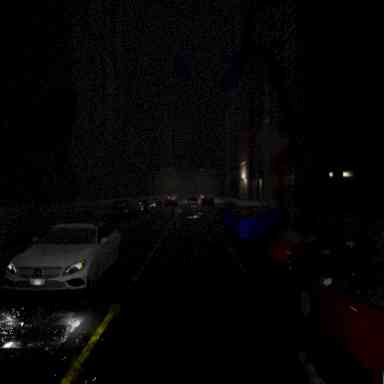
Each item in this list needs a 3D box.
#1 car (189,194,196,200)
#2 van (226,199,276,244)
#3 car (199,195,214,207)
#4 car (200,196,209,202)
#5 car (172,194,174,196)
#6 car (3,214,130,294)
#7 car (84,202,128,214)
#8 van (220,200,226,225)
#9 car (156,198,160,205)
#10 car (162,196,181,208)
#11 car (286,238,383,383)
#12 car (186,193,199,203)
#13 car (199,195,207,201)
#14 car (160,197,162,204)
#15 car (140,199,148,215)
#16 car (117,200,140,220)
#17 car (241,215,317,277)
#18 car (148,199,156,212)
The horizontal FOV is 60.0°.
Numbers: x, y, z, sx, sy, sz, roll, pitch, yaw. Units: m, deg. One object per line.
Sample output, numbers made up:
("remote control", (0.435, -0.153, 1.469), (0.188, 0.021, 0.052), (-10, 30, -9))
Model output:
("car", (0.105, 1.416, 88.019), (1.882, 1.535, 5.008), (0, 0, 0))
("van", (2.781, 1.359, 15.695), (1.690, 1.788, 3.998), (0, 0, 0))
("car", (2.422, 1.538, 52.290), (1.882, 1.535, 5.008), (0, 0, 0))
("car", (2.855, 1.670, 78.148), (1.947, 1.339, 4.313), (0, 0, 0))
("car", (-5.677, 1.659, 72.476), (1.947, 1.339, 4.313), (0, 0, 0))
("car", (-3.089, 1.536, 8.973), (1.812, 1.442, 4.674), (0, 0, 0))
("car", (-5.737, 1.575, 21.380), (2.008, 1.369, 4.403), (0, 0, 0))
("van", (2.788, 1.365, 21.372), (1.690, 1.788, 3.998), (0, 0, 0))
("car", (-5.711, 1.575, 43.918), (1.752, 1.417, 4.829), (0, 0, 0))
("car", (-3.021, 1.659, 50.103), (1.895, 1.301, 4.718), (0, 0, 0))
("car", (2.767, 1.587, 4.339), (1.802, 1.307, 4.206), (0, 0, 0))
("car", (0.084, 1.452, 71.048), (1.837, 1.490, 4.892), (0, 0, 0))
("car", (2.868, 1.566, 89.503), (1.967, 1.590, 4.097), (0, 0, 0))
("car", (-5.691, 1.599, 60.951), (1.752, 1.417, 4.829), (0, 0, 0))
("car", (-5.724, 1.562, 32.564), (1.752, 1.417, 4.829), (0, 0, 0))
("car", (-5.730, 1.471, 27.057), (1.967, 1.590, 4.097), (0, 0, 0))
("car", (2.774, 1.593, 10.017), (1.802, 1.307, 4.206), (0, 0, 0))
("car", (-5.717, 1.609, 38.412), (1.947, 1.339, 4.313), (0, 0, 0))
